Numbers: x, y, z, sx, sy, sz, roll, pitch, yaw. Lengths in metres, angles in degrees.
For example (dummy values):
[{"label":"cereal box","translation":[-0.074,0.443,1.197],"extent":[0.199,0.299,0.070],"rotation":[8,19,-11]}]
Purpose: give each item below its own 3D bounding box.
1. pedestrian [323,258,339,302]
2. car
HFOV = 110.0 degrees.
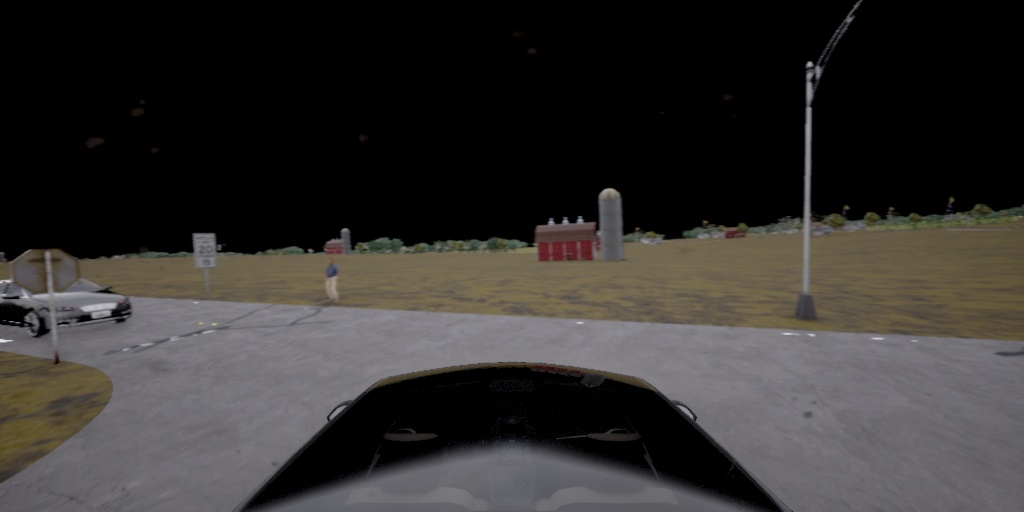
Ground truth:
[{"label":"pedestrian","translation":[-7.444,0.973,14.884],"extent":[0.375,1.860,0.375],"rotation":[-2,0,18]},{"label":"car","translation":[-13.851,1.375,10.770],"extent":[4.902,1.511,2.128],"rotation":[0,2,17]}]
